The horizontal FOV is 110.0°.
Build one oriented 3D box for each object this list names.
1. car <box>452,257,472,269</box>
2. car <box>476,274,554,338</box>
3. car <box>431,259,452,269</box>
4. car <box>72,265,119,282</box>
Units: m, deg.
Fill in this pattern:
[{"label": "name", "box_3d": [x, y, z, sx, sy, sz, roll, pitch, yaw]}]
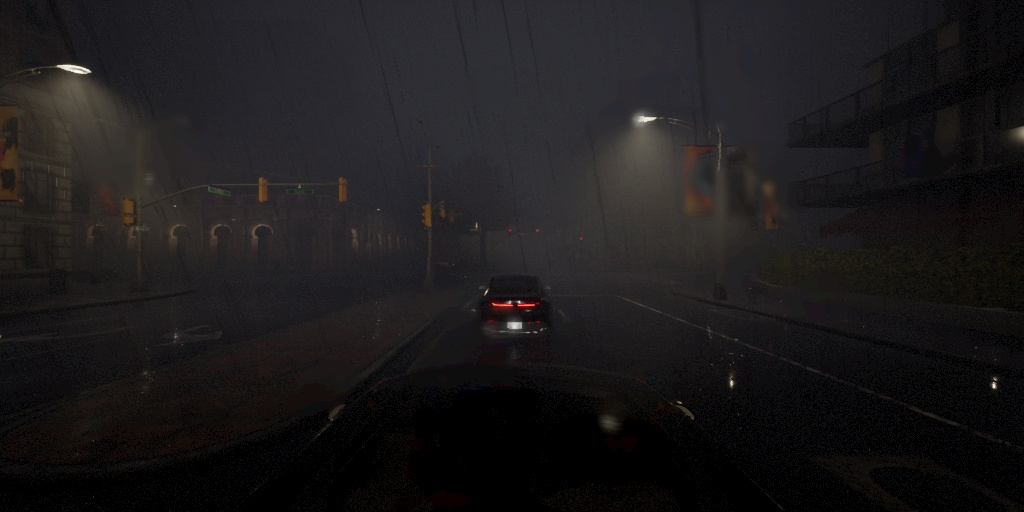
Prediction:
[{"label": "car", "box_3d": [-8.040, 1.276, 58.371, 1.812, 1.442, 4.674, 0, 0, 0]}, {"label": "car", "box_3d": [0.079, 1.255, 10.174, 1.837, 1.490, 4.892, 0, 0, 0]}, {"label": "car", "box_3d": [-11.530, 1.276, 58.597, 1.812, 1.442, 4.674, 0, 0, 0]}, {"label": "car", "box_3d": [-34.554, 1.351, 28.578, 4.718, 1.301, 1.895, 0, 0, 0]}]
